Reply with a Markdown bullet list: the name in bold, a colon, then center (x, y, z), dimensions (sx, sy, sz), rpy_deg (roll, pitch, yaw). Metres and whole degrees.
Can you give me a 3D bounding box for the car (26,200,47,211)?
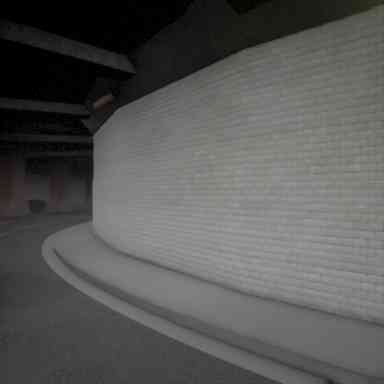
- **car**: center (-20.641, 1.709, 42.902), dimensions (1.812, 1.442, 4.674), rpy_deg (0, 0, 13)
